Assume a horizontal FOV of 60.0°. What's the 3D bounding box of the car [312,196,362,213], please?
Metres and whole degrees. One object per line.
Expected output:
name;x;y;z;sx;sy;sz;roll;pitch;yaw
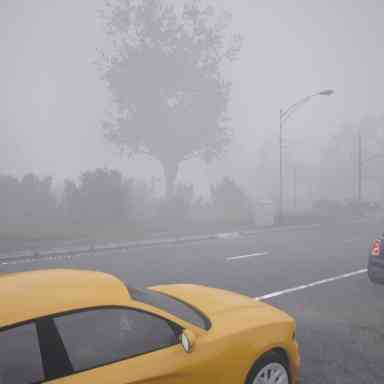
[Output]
car;15.439;1.504;36.239;1.837;1.490;4.892;0;0;-30

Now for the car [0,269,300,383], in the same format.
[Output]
car;-1.116;1.478;2.952;5.008;1.535;1.882;0;0;-35

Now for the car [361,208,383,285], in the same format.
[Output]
car;6.406;1.352;8.288;4.553;1.767;2.097;0;0;-35

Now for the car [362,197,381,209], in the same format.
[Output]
car;18.912;1.352;37.799;2.097;1.767;4.553;0;0;-35

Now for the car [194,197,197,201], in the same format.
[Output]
car;-0.468;1.369;67.452;1.882;1.535;5.008;0;0;-35

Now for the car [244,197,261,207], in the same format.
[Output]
car;7.459;1.338;49.082;2.097;1.767;4.553;0;0;-33

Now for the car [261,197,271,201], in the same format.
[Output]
car;10.634;1.464;50.618;1.882;1.535;5.008;0;0;-32
